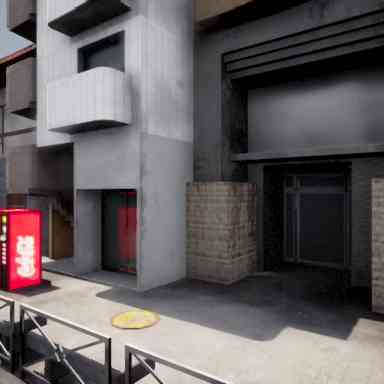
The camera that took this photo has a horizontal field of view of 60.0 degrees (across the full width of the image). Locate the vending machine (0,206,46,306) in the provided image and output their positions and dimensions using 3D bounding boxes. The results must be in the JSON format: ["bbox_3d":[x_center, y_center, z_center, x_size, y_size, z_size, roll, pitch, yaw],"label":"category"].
[{"bbox_3d":[-4.215,1.415,7.859,0.880,2.100,1.100,0,0,36],"label":"vending machine"}]
